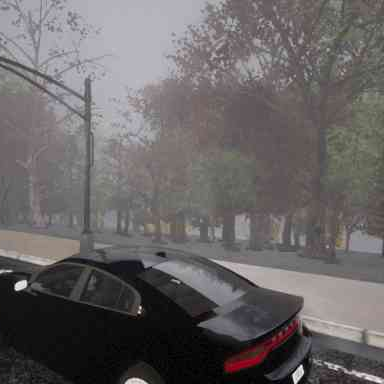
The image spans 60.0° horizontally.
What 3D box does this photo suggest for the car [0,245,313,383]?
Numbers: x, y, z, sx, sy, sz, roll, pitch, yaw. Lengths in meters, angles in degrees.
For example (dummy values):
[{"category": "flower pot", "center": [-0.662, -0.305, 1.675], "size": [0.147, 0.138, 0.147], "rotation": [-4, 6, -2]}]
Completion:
[{"category": "car", "center": [-1.034, 1.477, 4.477], "size": [5.008, 1.535, 1.882], "rotation": [0, 0, 36]}]
